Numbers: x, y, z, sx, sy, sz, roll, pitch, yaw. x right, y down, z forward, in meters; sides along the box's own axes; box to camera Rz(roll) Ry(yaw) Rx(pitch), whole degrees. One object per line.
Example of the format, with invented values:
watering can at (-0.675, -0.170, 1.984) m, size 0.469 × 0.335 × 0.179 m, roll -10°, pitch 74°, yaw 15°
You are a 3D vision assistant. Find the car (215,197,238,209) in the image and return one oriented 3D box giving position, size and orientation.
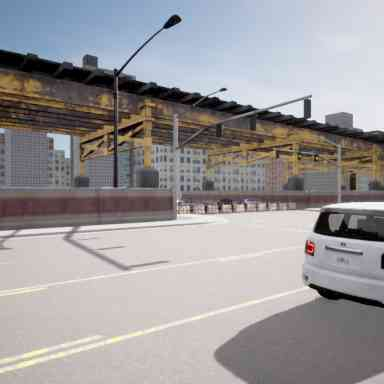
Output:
car at (4.148, 1.295, 39.275) m, size 1.853 × 1.218 × 4.536 m, roll 0°, pitch 0°, yaw 18°

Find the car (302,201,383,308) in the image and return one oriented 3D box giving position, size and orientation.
car at (4.732, 1.221, 7.133) m, size 5.566 × 2.045 × 2.150 m, roll 0°, pitch 0°, yaw -35°

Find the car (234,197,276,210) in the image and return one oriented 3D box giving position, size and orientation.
car at (8.052, 1.453, 42.975) m, size 4.974 × 1.542 × 2.038 m, roll 0°, pitch 0°, yaw -7°

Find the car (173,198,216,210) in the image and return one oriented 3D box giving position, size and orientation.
car at (0.330, 1.295, 36.556) m, size 4.536 × 1.218 × 1.853 m, roll 0°, pitch 0°, yaw 8°

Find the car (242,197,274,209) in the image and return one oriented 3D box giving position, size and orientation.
car at (8.000, 1.295, 42.969) m, size 4.536 × 1.218 × 1.853 m, roll 0°, pitch 0°, yaw -7°

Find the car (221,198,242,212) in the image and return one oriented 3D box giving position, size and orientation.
car at (4.133, 1.453, 39.225) m, size 2.038 × 1.542 × 4.974 m, roll 0°, pitch 0°, yaw 18°

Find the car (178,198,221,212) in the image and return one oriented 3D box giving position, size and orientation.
car at (0.381, 1.453, 36.549) m, size 4.974 × 1.542 × 2.038 m, roll 0°, pitch 0°, yaw 8°
